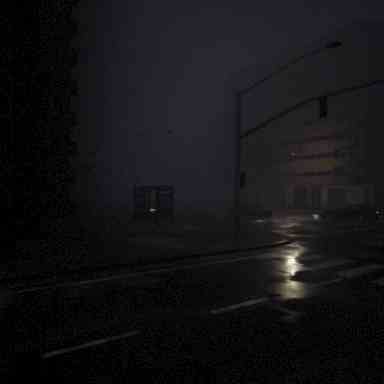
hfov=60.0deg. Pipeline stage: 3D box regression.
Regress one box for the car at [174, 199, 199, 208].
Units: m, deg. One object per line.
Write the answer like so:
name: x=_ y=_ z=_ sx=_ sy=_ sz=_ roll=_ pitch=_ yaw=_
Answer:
car: x=-1.072 y=1.894 z=53.876 sx=2.033 sy=1.411 sz=5.357 roll=1 pitch=0 yaw=-36

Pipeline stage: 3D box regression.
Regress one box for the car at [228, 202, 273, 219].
car: x=5.684 y=1.756 z=32.762 sx=1.882 sy=1.535 sz=5.008 roll=1 pitch=0 yaw=-36

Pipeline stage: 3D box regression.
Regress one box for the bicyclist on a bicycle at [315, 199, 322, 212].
bicyclist on a bicycle: x=16.269 y=1.714 z=42.809 sx=1.656 sy=1.620 sz=0.582 roll=0 pitch=0 yaw=-36

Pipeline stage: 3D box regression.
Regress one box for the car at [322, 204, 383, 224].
car: x=13.481 y=1.803 z=28.261 sx=2.128 sy=1.511 sz=4.902 roll=1 pitch=0 yaw=-34

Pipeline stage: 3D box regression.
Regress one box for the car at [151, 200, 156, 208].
car: x=-6.419 y=1.847 z=49.322 sx=1.994 sy=1.385 sz=4.181 roll=1 pitch=0 yaw=-36
